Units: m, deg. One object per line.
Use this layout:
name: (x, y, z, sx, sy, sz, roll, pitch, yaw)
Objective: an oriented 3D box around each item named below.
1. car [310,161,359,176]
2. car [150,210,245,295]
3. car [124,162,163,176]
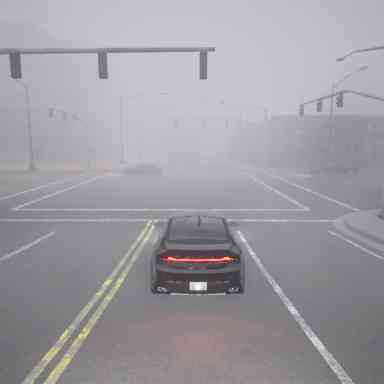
car: (15.194, -2.516, 35.610, 4.892, 1.490, 1.837, 0, 8, 0)
car: (0.113, 1.198, 8.097, 1.837, 1.490, 4.892, 0, 4, 0)
car: (-5.181, -2.465, 35.744, 4.181, 1.385, 1.994, 0, 8, 0)
